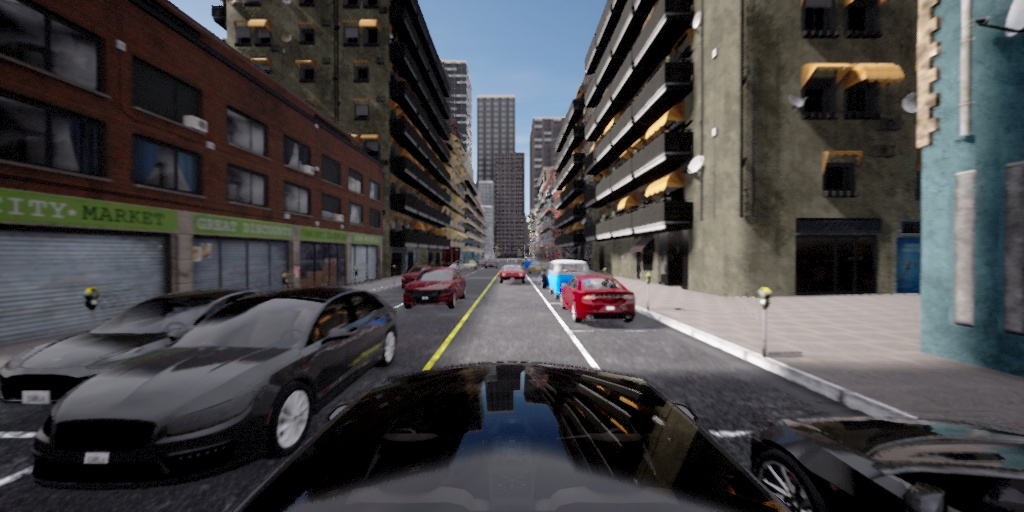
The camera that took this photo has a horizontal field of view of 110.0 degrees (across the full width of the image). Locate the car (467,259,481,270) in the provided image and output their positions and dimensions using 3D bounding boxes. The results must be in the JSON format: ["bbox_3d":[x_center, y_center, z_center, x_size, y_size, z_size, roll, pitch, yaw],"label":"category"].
[{"bbox_3d":[-5.745,1.244,50.488,1.751,1.417,4.829,0,0,0],"label":"car"}]

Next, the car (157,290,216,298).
[{"bbox_3d":[-5.696,1.316,6.470,1.948,1.339,4.313,0,0,0],"label":"car"}]

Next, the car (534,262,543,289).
[{"bbox_3d":[2.667,1.295,23.037,1.948,1.339,4.313,0,0,0],"label":"car"}]

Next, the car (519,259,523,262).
[{"bbox_3d":[0.010,1.321,40.157,1.895,1.301,4.718,0,0,0],"label":"car"}]

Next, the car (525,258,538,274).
[{"bbox_3d":[2.648,1.244,39.777,1.751,1.417,4.829,0,0,0],"label":"car"}]

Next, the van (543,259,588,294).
[{"bbox_3d":[2.673,1.075,17.514,1.690,1.789,3.998,0,0,0],"label":"van"}]

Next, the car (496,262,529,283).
[{"bbox_3d":[0.038,1.329,27.247,1.895,1.301,4.718,0,0,0],"label":"car"}]

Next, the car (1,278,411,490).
[{"bbox_3d":[-3.102,1.254,5.104,1.837,1.490,4.892,0,0,0],"label":"car"}]

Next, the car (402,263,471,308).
[{"bbox_3d":[-3.099,1.218,15.256,1.882,1.535,5.008,0,0,0],"label":"car"}]

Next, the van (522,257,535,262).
[{"bbox_3d":[2.636,1.053,50.655,1.690,1.789,3.998,0,0,0],"label":"van"}]

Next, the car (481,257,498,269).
[{"bbox_3d":[-3.111,1.279,54.780,1.994,1.385,4.181,0,0,0],"label":"car"}]

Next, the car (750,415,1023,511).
[{"bbox_3d":[2.691,1.315,0.944,1.948,1.339,4.313,0,0,0],"label":"car"}]

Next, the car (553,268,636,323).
[{"bbox_3d":[2.679,1.284,11.990,1.888,1.381,4.507,0,0,0],"label":"car"}]
